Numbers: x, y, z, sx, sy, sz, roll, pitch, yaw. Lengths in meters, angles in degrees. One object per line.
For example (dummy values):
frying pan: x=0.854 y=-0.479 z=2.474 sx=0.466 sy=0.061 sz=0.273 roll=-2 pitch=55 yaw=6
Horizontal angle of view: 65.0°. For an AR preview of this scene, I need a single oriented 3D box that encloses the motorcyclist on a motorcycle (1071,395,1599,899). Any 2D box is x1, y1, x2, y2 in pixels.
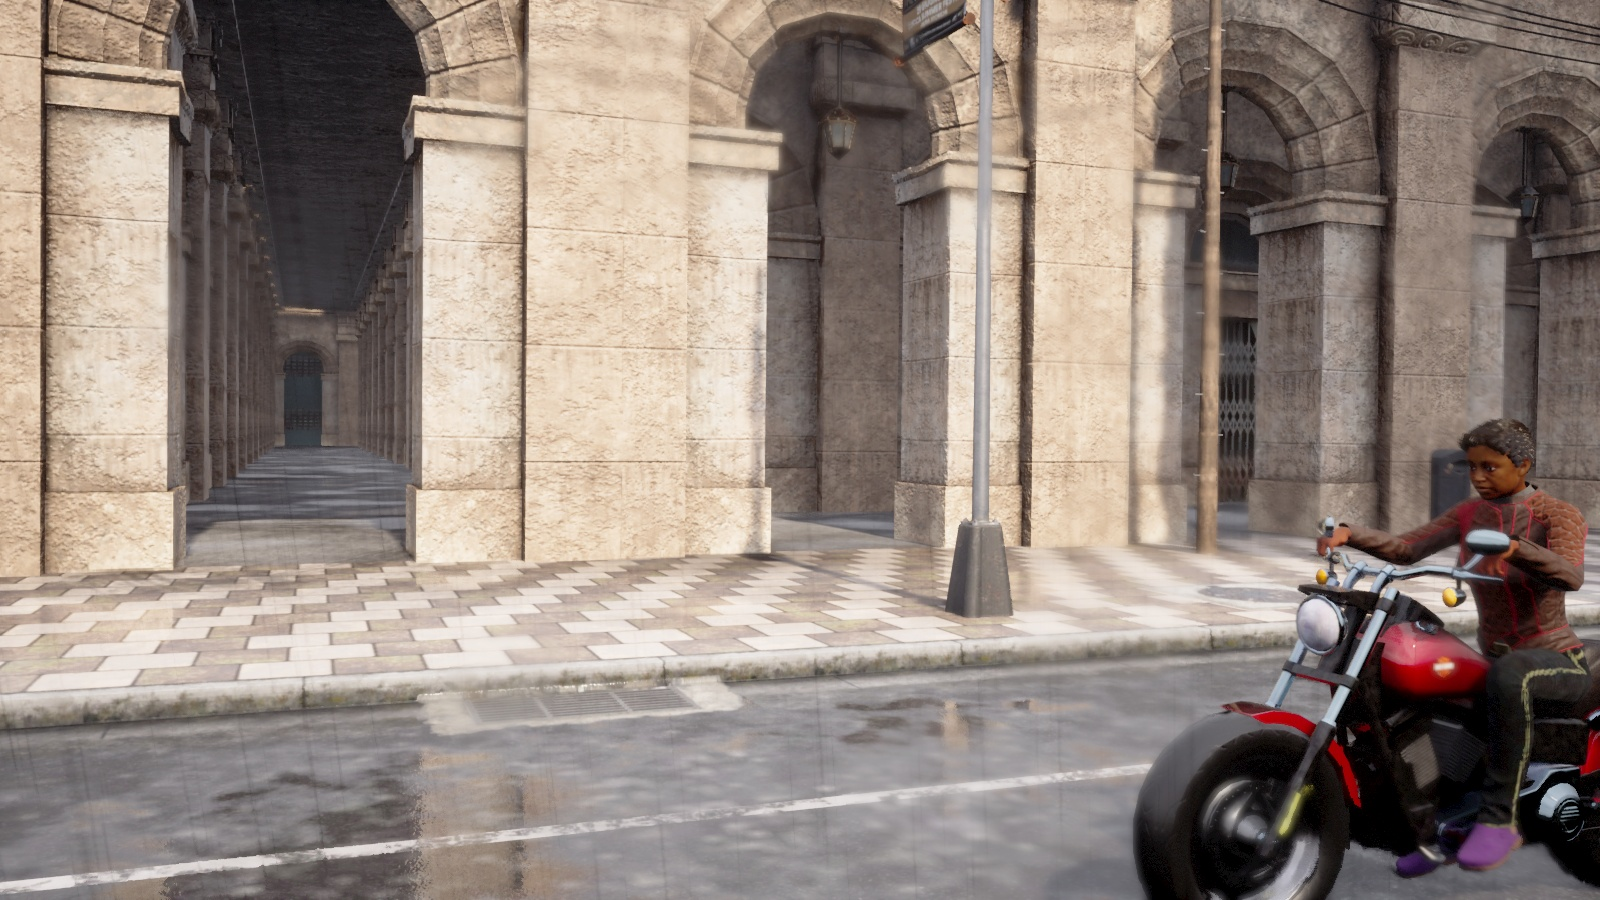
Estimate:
motorcyclist on a motorcycle: x=2.108 y=0.659 z=4.063 sx=2.350 sy=1.649 sz=0.766 roll=-1 pitch=1 yaw=-21
